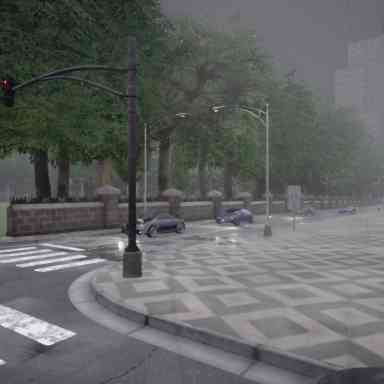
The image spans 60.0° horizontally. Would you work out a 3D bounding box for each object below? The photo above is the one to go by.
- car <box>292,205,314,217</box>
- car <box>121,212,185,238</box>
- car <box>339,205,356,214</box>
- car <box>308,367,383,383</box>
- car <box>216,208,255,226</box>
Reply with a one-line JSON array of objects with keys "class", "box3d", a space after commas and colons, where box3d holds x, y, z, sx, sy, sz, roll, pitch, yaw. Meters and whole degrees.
[{"class": "car", "box3d": [14.846, 2.451, 44.297, 2.128, 1.511, 4.902, 0, -1, 36]}, {"class": "car", "box3d": [-2.246, 1.904, 20.102, 1.994, 1.385, 4.181, 0, -1, 36]}, {"class": "car", "box3d": [24.874, 2.781, 53.085, 2.033, 1.411, 5.357, 0, -1, 34]}, {"class": "car", "box3d": [2.475, 1.551, 1.202, 4.403, 1.369, 2.008, 0, 0, 35]}, {"class": "car", "box3d": [3.846, 2.083, 28.766, 1.812, 1.442, 4.674, 0, -1, 35]}]
